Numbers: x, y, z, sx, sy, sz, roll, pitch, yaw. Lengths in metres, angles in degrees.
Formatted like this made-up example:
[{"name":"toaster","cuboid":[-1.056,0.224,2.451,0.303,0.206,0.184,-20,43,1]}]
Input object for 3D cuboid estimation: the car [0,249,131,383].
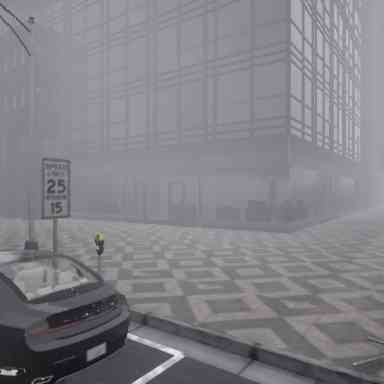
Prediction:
[{"name":"car","cuboid":[-2.842,1.550,4.989,4.403,1.369,2.008,0,0,35]}]
